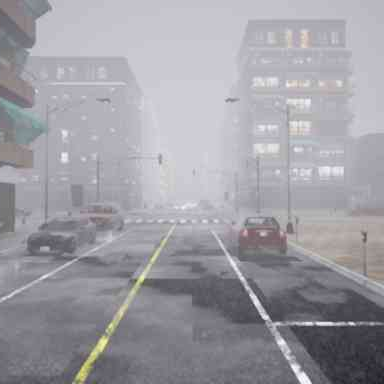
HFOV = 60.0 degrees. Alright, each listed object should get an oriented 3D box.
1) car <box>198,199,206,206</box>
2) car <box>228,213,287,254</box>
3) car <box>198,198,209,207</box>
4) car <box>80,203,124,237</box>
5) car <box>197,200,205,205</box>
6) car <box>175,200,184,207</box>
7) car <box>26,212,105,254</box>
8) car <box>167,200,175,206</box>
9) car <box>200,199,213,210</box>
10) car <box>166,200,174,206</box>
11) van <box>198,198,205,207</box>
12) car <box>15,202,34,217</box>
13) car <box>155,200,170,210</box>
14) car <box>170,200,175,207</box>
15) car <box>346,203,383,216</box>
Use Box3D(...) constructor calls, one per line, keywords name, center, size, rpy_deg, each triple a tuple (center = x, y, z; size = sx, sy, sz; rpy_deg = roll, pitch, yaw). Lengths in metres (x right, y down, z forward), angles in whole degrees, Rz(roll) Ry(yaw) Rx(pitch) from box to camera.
Box3D(name="car", center=(2.549, 2.670, 86.422), size=(1.967, 1.590, 4.097), rpy_deg=(1, -1, 0))
Box3D(name="car", center=(2.701, 1.639, 14.467), size=(1.967, 1.590, 4.097), rpy_deg=(1, -1, 0))
Box3D(name="car", center=(2.554, 2.376, 75.113), size=(2.192, 1.841, 5.009), rpy_deg=(1, -1, 0))
Box3D(name="car", center=(-5.446, 1.592, 20.165), size=(2.192, 1.841, 5.009), rpy_deg=(1, -1, 0))
Box3D(name="car", center=(2.546, 2.865, 92.077), size=(2.008, 1.369, 4.403), rpy_deg=(1, -1, 0))
Box3D(name="car", center=(-2.773, 2.690, 77.399), size=(1.895, 1.301, 4.718), rpy_deg=(0, -1, 0))
Box3D(name="car", center=(-5.448, 1.765, 14.516), size=(1.947, 1.339, 4.313), rpy_deg=(1, -1, 0))
Box3D(name="car", center=(-5.333, 2.810, 86.363), size=(1.802, 1.307, 4.206), rpy_deg=(1, -1, 0))
Box3D(name="car", center=(2.687, 2.300, 55.625), size=(1.752, 1.417, 4.829), rpy_deg=(1, -1, 0))
Box3D(name="car", center=(-5.330, 2.667, 80.537), size=(1.752, 1.417, 4.829), rpy_deg=(1, -1, 0))
Box3D(name="van", center=(2.588, 2.318, 69.460), size=(1.690, 1.788, 3.998), rpy_deg=(1, -1, 0))
Box3D(name="car", center=(-19.349, 2.030, 35.756), size=(4.403, 1.369, 2.008), rpy_deg=(0, -1, 1))
Box3D(name="car", center=(-5.453, 2.361, 58.078), size=(2.008, 1.369, 4.403), rpy_deg=(1, -1, 0))
Box3D(name="car", center=(-5.329, 2.642, 75.049), size=(1.802, 1.307, 4.206), rpy_deg=(1, -1, 0))
Box3D(name="car", center=(18.676, 1.836, 35.178), size=(4.097, 1.590, 1.967), rpy_deg=(0, -1, 1))
